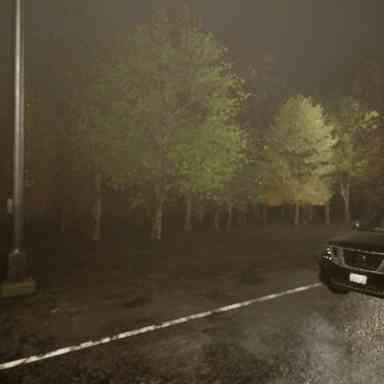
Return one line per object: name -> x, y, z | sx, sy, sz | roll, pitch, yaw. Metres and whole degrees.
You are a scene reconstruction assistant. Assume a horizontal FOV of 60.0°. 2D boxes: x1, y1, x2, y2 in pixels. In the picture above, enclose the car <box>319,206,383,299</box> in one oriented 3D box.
car -> 5.349, 1.280, 7.813 | 5.566, 2.045, 2.150 | 0, 0, -36
